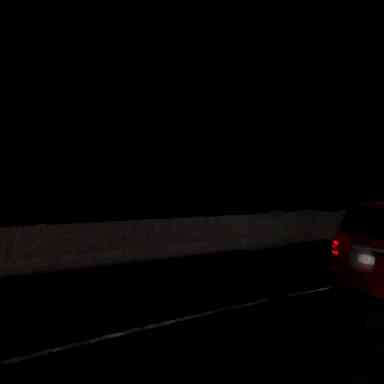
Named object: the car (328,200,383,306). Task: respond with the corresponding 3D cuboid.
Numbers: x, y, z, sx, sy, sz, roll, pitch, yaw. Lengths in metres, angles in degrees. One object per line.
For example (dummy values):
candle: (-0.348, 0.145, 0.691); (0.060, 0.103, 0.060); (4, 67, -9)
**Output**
car: (5.237, 1.173, 6.546); (5.566, 2.045, 2.150); (0, 0, -26)
